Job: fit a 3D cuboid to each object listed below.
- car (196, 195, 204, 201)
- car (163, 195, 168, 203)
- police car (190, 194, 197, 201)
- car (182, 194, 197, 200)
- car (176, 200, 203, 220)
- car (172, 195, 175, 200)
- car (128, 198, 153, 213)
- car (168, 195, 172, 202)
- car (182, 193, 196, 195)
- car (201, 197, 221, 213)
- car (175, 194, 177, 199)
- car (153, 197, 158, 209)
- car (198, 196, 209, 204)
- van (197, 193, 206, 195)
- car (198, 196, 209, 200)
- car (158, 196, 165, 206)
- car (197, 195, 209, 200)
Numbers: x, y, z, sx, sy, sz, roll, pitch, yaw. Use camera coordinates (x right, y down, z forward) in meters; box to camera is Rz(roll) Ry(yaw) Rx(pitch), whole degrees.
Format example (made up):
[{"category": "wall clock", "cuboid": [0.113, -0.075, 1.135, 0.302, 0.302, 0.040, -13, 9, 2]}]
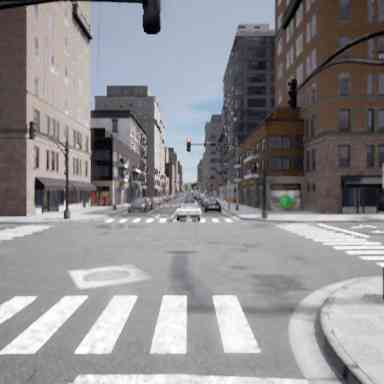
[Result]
[{"category": "car", "cuboid": [2.151, 1.465, 86.042, 1.967, 1.590, 4.097, 0, 0, 0]}, {"category": "car", "cuboid": [-5.829, 1.542, 58.475, 2.008, 1.369, 4.403, 0, 0, 0]}, {"category": "police car", "cuboid": [0.332, 1.457, 90.519, 1.930, 1.638, 5.238, 0, 0, 0]}, {"category": "car", "cuboid": [-0.449, 1.543, 63.587, 2.033, 1.411, 5.357, 0, 0, 0]}, {"category": "car", "cuboid": [-0.277, 1.583, 27.647, 1.895, 1.301, 4.718, 0, 0, 0]}, {"category": "car", "cuboid": [-5.865, 1.568, 80.518, 2.008, 1.369, 4.403, 0, 0, 0]}, {"category": "car", "cuboid": [-5.792, 1.423, 36.432, 1.967, 1.590, 4.097, 0, 0, 0]}, {"category": "car", "cuboid": [-5.847, 1.443, 69.496, 1.967, 1.590, 4.097, 0, 0, 0]}, {"category": "car", "cuboid": [-0.466, 1.195, 73.943, 2.097, 1.767, 4.553, 0, 0, 0]}, {"category": "car", "cuboid": [2.233, 1.549, 36.444, 1.947, 1.339, 4.313, 0, 0, 0]}, {"category": "car", "cuboid": [-5.883, 1.577, 91.540, 1.887, 1.381, 4.507, 0, 0, 0]}, {"category": "car", "cuboid": [-5.801, 1.424, 41.943, 1.967, 1.590, 4.097, 0, 0, 0]}, {"category": "car", "cuboid": [2.187, 1.547, 63.999, 2.008, 1.369, 4.403, 0, 0, 0]}, {"category": "van", "cuboid": [2.196, 1.332, 58.488, 1.690, 1.788, 3.998, 0, 0, 0]}, {"category": "car", "cuboid": [2.214, 1.567, 47.467, 1.802, 1.307, 4.206, 0, 0, 0]}, {"category": "car", "cuboid": [-5.820, 1.570, 52.964, 1.802, 1.307, 4.206, 0, 0, 0]}, {"category": "car", "cuboid": [2.205, 1.553, 52.978, 1.947, 1.339, 4.313, 0, 0, 0]}]
